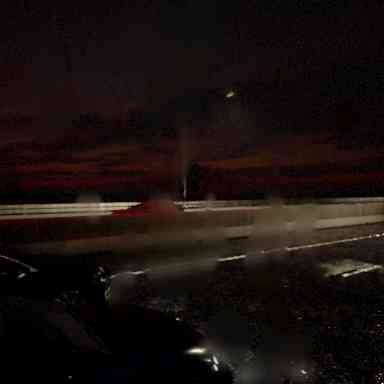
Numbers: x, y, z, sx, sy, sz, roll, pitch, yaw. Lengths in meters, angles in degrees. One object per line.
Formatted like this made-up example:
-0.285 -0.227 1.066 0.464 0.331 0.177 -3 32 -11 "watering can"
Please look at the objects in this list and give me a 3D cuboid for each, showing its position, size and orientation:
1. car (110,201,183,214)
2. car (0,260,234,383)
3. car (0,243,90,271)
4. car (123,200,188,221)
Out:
-3.258 1.475 23.132 5.008 1.535 1.882 0 0 -35 "car"
-1.660 1.564 2.562 4.181 1.385 1.994 0 0 -35 "car"
-3.756 1.504 5.367 4.892 1.490 1.837 0 0 -35 "car"
-2.995 1.490 27.597 4.902 1.511 2.128 0 0 -35 "car"
